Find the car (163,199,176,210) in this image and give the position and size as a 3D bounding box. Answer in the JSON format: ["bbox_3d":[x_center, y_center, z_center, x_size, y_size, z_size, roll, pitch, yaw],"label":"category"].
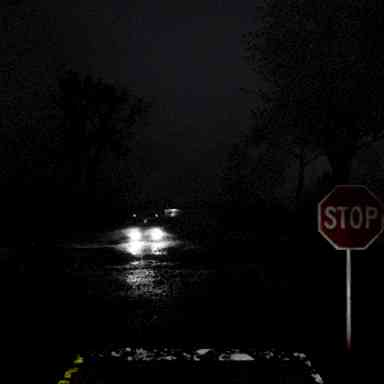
[{"bbox_3d":[-3.066,1.550,43.580,1.994,1.385,4.181,0,0,0],"label":"car"}]

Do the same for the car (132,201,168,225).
[{"bbox_3d":[-3.042,1.600,23.972,1.895,1.301,4.718,0,0,0],"label":"car"}]
